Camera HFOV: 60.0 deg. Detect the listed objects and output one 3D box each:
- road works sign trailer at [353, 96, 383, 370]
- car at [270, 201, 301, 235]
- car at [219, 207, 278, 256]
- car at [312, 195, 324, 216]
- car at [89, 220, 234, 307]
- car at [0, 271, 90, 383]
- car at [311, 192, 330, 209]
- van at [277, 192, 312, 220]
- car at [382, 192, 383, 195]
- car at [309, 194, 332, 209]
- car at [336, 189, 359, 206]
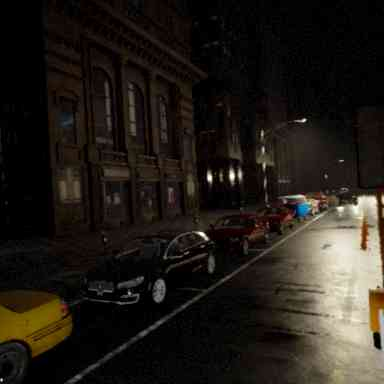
[{"bbox_3d":[3.769,0.284,4.828,2.380,3.560,2.880,-4,-1,28],"label":"road works sign trailer"},{"bbox_3d":[4.421,1.472,18.333,1.887,1.381,4.507,-4,-1,28],"label":"car"},{"bbox_3d":[1.814,1.577,13.357,1.887,1.381,4.507,-4,-1,28],"label":"car"},{"bbox_3d":[9.634,1.269,28.285,2.008,1.369,4.403,-4,-1,28],"label":"car"},{"bbox_3d":[-0.789,1.688,8.386,2.008,1.369,4.403,-4,-1,28],"label":"car"},{"bbox_3d":[-3.478,1.772,3.254,1.752,1.417,4.829,-4,-1,28],"label":"car"},{"bbox_3d":[12.226,0.929,33.264,2.192,1.841,5.009,-4,-1,28],"label":"car"},{"bbox_3d":[7.015,1.164,23.311,1.690,1.788,3.998,-4,-1,28],"label":"van"},{"bbox_3d":[38.020,-0.167,64.152,1.967,1.590,4.097,-4,-1,28],"label":"car"},{"bbox_3d":[14.766,1.037,38.087,1.752,1.417,4.829,-4,-1,28],"label":"car"},{"bbox_3d":[18.280,0.785,38.973,1.882,1.535,5.008,-4,-1,28],"label":"car"}]
